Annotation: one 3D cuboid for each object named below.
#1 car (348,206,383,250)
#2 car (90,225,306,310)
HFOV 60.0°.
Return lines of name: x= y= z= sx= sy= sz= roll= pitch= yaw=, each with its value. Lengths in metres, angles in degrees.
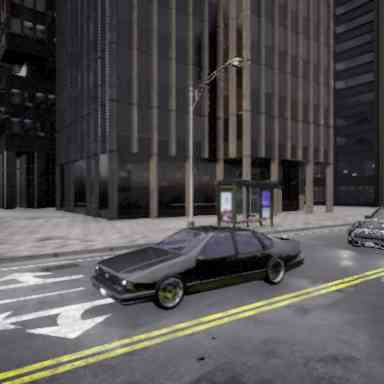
car: x=8.394 y=1.355 z=13.642 sx=4.553 sy=1.767 sz=2.097 roll=0 pitch=0 yaw=-36
car: x=0.451 y=1.548 z=7.991 sx=5.357 sy=1.411 sz=2.033 roll=0 pitch=0 yaw=-35
